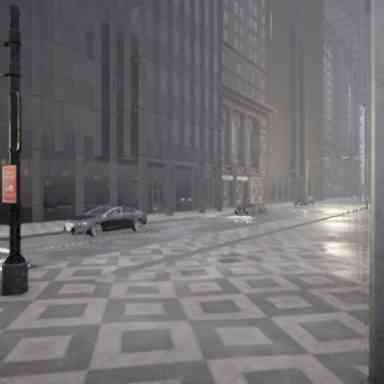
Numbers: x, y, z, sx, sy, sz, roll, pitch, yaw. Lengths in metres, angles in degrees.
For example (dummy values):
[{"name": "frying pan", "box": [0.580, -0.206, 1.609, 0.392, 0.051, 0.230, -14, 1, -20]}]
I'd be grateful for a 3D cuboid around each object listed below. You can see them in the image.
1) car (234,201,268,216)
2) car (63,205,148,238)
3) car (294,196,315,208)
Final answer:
[{"name": "car", "box": [5.743, 1.564, 32.306, 1.994, 1.385, 4.181, 0, 0, 36]}, {"name": "car", "box": [-4.515, 1.502, 17.978, 2.128, 1.511, 4.902, 0, 0, 36]}, {"name": "car", "box": [15.551, 1.267, 45.855, 1.837, 1.490, 4.892, 0, 0, 36]}]
